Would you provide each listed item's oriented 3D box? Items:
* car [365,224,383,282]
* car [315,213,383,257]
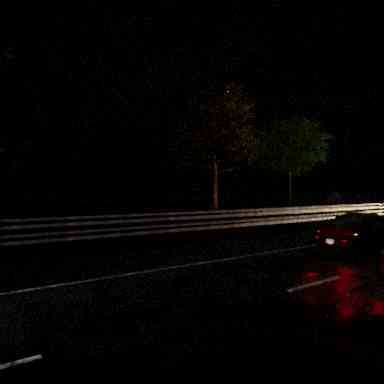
[{"bbox_3d":[6.499,1.564,8.374,4.181,1.385,1.994,0,0,-35],"label":"car"},{"bbox_3d":[6.617,1.525,12.759,4.674,1.442,1.812,0,0,-35],"label":"car"}]
